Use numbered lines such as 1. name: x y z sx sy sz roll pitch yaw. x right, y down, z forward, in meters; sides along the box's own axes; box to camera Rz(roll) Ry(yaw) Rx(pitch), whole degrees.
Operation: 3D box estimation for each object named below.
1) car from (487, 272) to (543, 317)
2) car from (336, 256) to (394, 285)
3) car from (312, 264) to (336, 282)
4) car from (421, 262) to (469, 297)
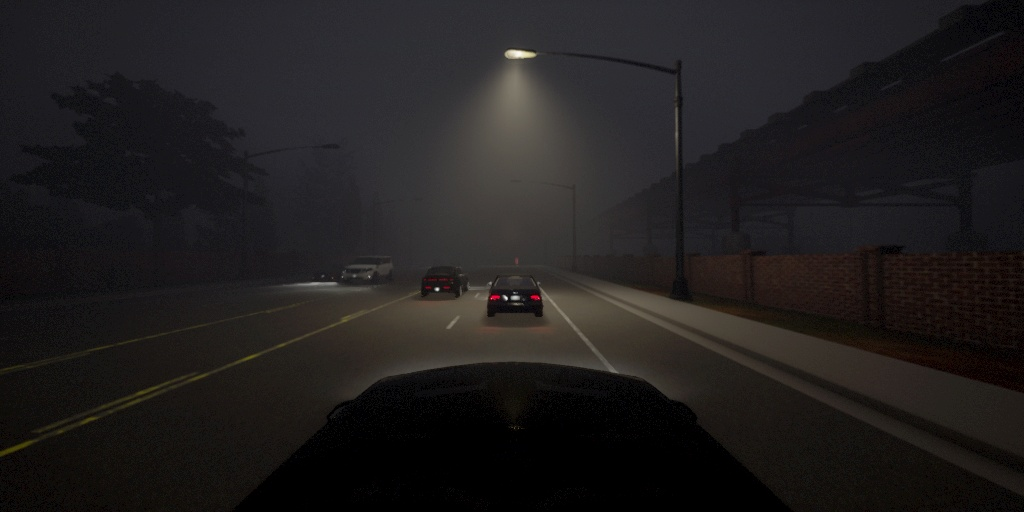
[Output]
1. car: 0.094 1.302 13.210 2.033 1.411 5.357 0 0 0
2. car: -10.612 0.980 26.912 2.150 2.045 5.566 0 0 0
3. car: -14.109 1.323 28.737 1.994 1.385 4.181 0 0 0
4. car: -3.409 1.261 18.759 1.837 1.490 4.892 0 0 0
